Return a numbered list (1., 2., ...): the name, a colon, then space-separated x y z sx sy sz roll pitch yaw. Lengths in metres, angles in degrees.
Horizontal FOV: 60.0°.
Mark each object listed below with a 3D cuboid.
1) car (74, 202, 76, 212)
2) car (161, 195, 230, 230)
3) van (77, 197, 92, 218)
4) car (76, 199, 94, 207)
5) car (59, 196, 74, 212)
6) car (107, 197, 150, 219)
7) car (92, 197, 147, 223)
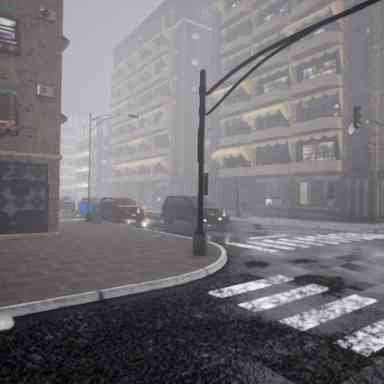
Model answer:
1. car: -11.645 1.652 38.328 1.994 1.385 4.181 1 -1 -35
2. car: 0.046 1.242 21.846 2.150 2.045 5.566 1 -1 -36
3. van: -8.775 1.349 30.003 1.690 1.788 3.998 1 -1 -35
4. car: -18.503 1.857 57.290 1.802 1.307 4.206 1 -1 -35
5. car: -15.234 1.363 39.094 2.192 1.841 5.009 1 -1 -35
6. car: -5.885 1.405 30.200 2.097 1.767 4.553 1 -1 -35
7. car: -5.545 1.304 25.458 2.192 1.841 5.009 1 -1 -35
